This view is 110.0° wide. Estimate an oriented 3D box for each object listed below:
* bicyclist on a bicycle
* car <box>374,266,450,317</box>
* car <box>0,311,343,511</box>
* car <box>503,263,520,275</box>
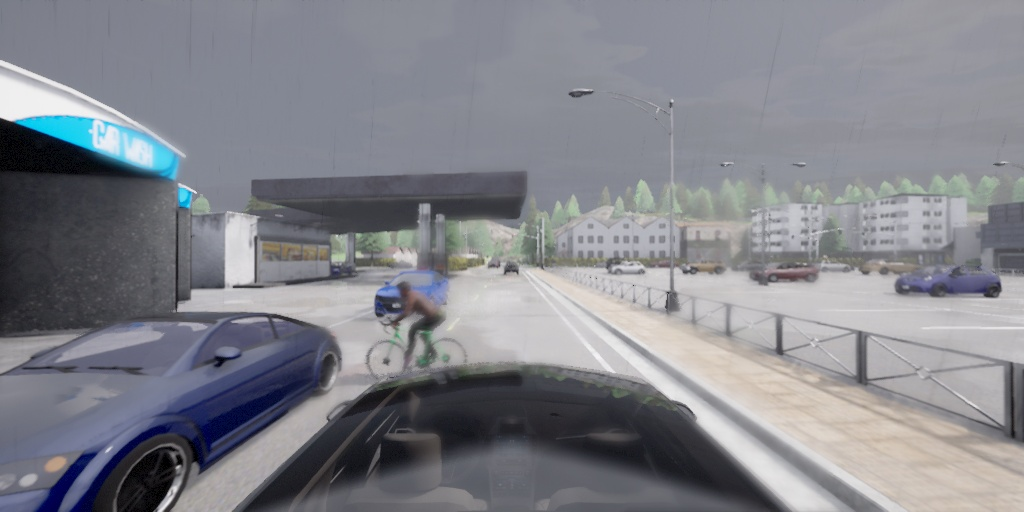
[{"bbox_3d":[-1.571,1.232,5.849,1.656,1.620,0.582,-2,0,0],"label":"bicyclist on a bicycle"},{"bbox_3d":[-3.641,1.313,13.788,1.882,1.535,5.008,0,0,0],"label":"car"},{"bbox_3d":[-3.603,1.329,3.849,1.994,1.385,4.181,0,0,0],"label":"car"},{"bbox_3d":[-0.064,1.556,44.753,1.837,1.490,4.892,0,0,0],"label":"car"}]
